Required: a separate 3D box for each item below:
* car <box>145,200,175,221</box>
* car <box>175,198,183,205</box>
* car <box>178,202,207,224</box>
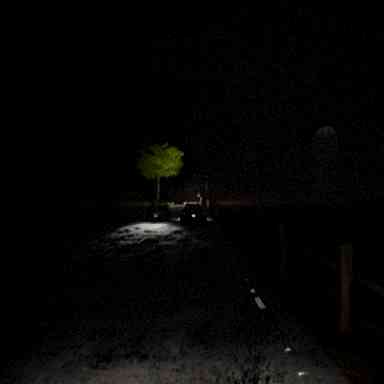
[{"bbox_3d":[-2.839,1.634,28.504,2.128,1.511,4.902,0,0,0],"label":"car"},{"bbox_3d":[-2.731,1.985,69.116,1.882,1.535,5.008,0,-1,0],"label":"car"},{"bbox_3d":[0.108,1.685,25.802,1.994,1.385,4.181,0,0,0],"label":"car"}]
